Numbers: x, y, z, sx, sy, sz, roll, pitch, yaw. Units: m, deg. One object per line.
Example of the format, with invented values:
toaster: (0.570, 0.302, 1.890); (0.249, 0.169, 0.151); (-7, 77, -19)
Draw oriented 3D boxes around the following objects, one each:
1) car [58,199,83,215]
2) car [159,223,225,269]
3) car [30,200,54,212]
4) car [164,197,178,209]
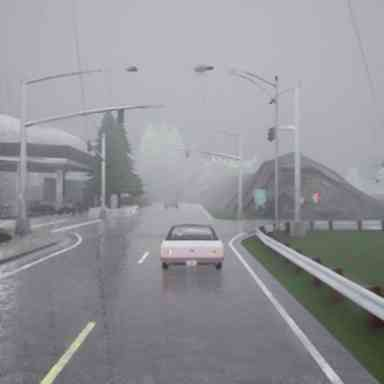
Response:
car: (-14.527, 1.742, 40.097); (1.905, 1.878, 3.866); (0, -1, -1)
car: (0.000, 1.726, 11.539); (1.895, 1.301, 4.718); (0, -1, 0)
car: (-20.234, 1.955, 44.374); (2.242, 1.667, 4.611); (0, -1, -1)
car: (-3.498, 1.803, 56.796); (2.150, 2.045, 5.566); (0, -1, 0)
